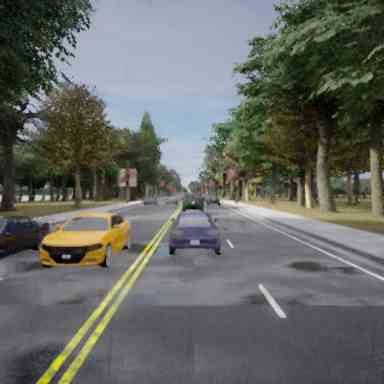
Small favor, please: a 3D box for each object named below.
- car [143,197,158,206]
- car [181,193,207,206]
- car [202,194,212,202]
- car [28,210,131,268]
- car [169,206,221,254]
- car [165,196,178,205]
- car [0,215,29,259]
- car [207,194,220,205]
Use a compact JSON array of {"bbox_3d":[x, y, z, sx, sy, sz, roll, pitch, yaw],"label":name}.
[{"bbox_3d":[-6.547,1.460,52.929,1.994,1.385,4.181,0,0,0],"label":"car"},{"bbox_3d":[0.094,1.134,34.335,2.150,2.045,5.566,0,0,0],"label":"car"},{"bbox_3d":[3.264,1.266,73.180,2.097,1.767,4.553,0,0,0],"label":"car"},{"bbox_3d":[-3.348,1.443,11.347,1.882,1.535,5.008,0,0,0],"label":"car"},{"bbox_3d":[0.100,1.486,13.236,1.812,1.442,4.674,0,0,0],"label":"car"},{"bbox_3d":[-3.295,1.421,54.349,1.812,1.442,4.674,0,0,1],"label":"car"},{"bbox_3d":[-6.598,1.512,11.257,2.033,1.411,5.357,0,0,0],"label":"car"},{"bbox_3d":[3.357,1.247,54.091,2.097,1.767,4.553,0,0,0],"label":"car"}]
